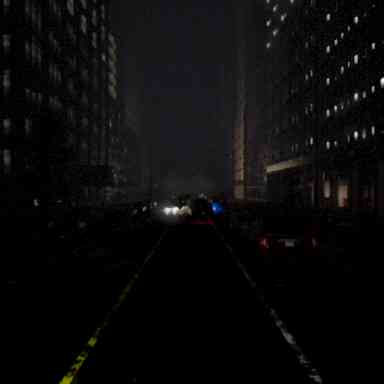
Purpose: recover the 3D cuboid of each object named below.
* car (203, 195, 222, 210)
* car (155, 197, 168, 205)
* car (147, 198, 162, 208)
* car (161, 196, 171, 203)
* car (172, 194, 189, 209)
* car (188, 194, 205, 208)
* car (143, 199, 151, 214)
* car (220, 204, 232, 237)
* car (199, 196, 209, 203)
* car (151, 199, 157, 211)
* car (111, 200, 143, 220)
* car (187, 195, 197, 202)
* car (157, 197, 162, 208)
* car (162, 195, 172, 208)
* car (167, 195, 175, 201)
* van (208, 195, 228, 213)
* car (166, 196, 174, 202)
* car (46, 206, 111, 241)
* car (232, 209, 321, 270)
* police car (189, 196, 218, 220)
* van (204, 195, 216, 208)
[{"bbox_3d":[2.687,1.398,45.178,2.192,1.841,5.009,-1,0,0],"label":"car"},{"bbox_3d":[-5.688,1.665,62.230,2.008,1.369,4.403,-1,0,0],"label":"car"},{"bbox_3d":[-5.690,1.675,50.863,1.802,1.307,4.206,-1,0,0],"label":"car"},{"bbox_3d":[-5.686,1.685,73.597,2.008,1.369,4.403,-1,0,0],"label":"car"},{"bbox_3d":[-0.135,1.304,45.542,2.150,2.045,5.566,-1,0,24],"label":"car"},{"bbox_3d":[0.905,1.423,39.128,2.097,1.767,4.553,0,0,0],"label":"car"},{"bbox_3d":[-5.692,1.628,33.812,1.947,1.339,4.313,-1,0,0],"label":"car"},{"bbox_3d":[2.685,1.557,16.929,1.752,1.417,4.829,-1,0,0],"label":"car"},{"bbox_3d":[2.694,1.686,73.595,2.008,1.369,4.403,-1,0,0],"label":"car"},{"bbox_3d":[-5.691,1.617,39.495,1.887,1.381,4.507,-1,0,0],"label":"car"},{"bbox_3d":[-5.693,1.602,28.128,2.008,1.369,4.403,-1,0,0],"label":"car"},{"bbox_3d":[0.013,1.561,80.167,2.128,1.511,4.902,0,0,0],"label":"car"},{"bbox_3d":[-5.691,1.634,45.179,2.008,1.369,4.403,-1,0,0],"label":"car"},{"bbox_3d":[-3.069,1.584,50.904,2.128,1.511,4.902,0,0,0],"label":"car"},{"bbox_3d":[-5.685,1.605,90.648,1.967,1.590,4.097,-1,0,0],"label":"car"},{"bbox_3d":[2.686,1.404,33.811,1.690,1.788,3.998,-1,0,0],"label":"van"},{"bbox_3d":[-5.684,1.737,84.964,1.802,1.307,4.206,-1,0,0],"label":"car"},{"bbox_3d":[-5.696,1.471,16.761,1.967,1.590,4.097,-1,0,0],"label":"car"},{"bbox_3d":[2.683,1.461,11.076,1.967,1.590,4.097,-1,0,0],"label":"car"},{"bbox_3d":[0.904,1.479,29.267,1.930,1.638,5.238,0,0,0],"label":"police car"},{"bbox_3d":[2.689,1.435,50.862,1.690,1.788,3.998,-1,0,0],"label":"van"}]
